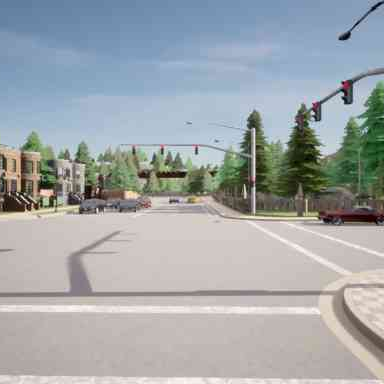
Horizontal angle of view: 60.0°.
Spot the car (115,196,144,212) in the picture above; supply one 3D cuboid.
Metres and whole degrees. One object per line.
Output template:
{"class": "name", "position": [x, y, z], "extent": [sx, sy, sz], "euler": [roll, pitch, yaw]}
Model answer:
{"class": "car", "position": [-7.085, 1.505, 38.277], "extent": [1.837, 1.490, 4.892], "euler": [0, 0, 0]}

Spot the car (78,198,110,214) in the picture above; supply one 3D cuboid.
{"class": "car", "position": [-10.595, 1.505, 35.564], "extent": [1.837, 1.490, 4.892], "euler": [0, 0, 0]}

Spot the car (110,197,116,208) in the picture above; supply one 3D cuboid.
{"class": "car", "position": [-10.597, 1.491, 44.980], "extent": [2.128, 1.511, 4.902], "euler": [0, 0, 0]}

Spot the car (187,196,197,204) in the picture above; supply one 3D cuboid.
{"class": "car", "position": [0.063, 1.477, 64.966], "extent": [1.882, 1.535, 5.008], "euler": [0, 0, 0]}

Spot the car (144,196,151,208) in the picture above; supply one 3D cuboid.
{"class": "car", "position": [-7.082, 1.352, 47.478], "extent": [2.097, 1.767, 4.553], "euler": [0, 0, 0]}

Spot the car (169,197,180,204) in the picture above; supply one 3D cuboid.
{"class": "car", "position": [-3.437, 1.601, 65.254], "extent": [1.895, 1.301, 4.718], "euler": [0, 0, 0]}

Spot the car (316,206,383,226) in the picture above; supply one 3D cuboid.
{"class": "car", "position": [11.176, 1.601, 22.934], "extent": [4.718, 1.301, 1.895], "euler": [0, 0, 2]}
